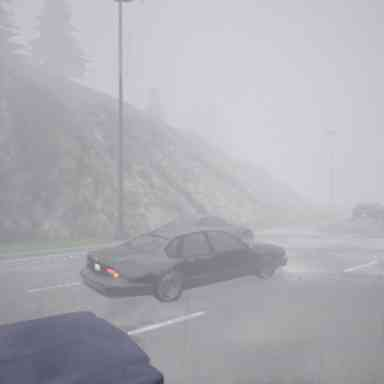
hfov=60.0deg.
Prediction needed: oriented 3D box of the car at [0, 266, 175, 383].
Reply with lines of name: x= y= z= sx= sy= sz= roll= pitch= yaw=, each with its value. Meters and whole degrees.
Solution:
car: x=-2.470 y=1.616 z=2.063 sx=4.718 sy=1.301 sz=1.895 roll=0 pitch=0 yaw=-35

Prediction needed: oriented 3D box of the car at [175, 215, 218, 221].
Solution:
car: x=0.529 y=1.593 z=13.097 sx=4.181 sy=1.385 sz=1.994 roll=0 pitch=0 yaw=-38

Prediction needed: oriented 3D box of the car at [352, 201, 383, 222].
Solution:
car: x=14.192 y=1.517 z=26.645 sx=1.837 sy=1.490 sz=4.892 roll=0 pitch=0 yaw=37

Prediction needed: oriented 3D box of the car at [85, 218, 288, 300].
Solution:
car: x=0.077 y=1.568 z=8.273 sx=5.357 sy=1.411 sz=2.033 roll=0 pitch=0 yaw=-37
